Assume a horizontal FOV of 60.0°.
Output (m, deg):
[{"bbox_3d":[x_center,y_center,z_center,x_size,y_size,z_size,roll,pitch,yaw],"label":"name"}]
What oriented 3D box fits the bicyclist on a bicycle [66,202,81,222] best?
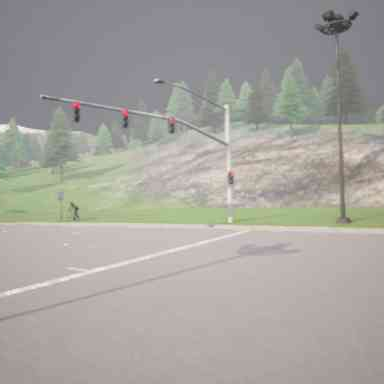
[{"bbox_3d":[-10.090,1.690,28.335,0.582,1.620,1.656,-2,0,26],"label":"bicyclist on a bicycle"}]
